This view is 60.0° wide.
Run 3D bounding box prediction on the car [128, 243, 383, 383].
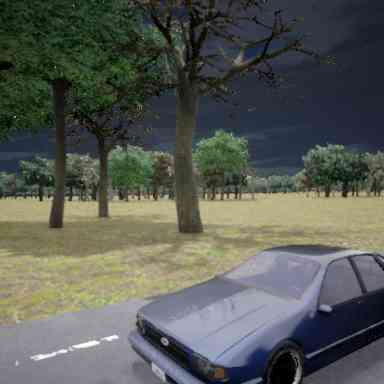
[{"bbox_3d":[1.805,1.568,5.155,5.357,1.411,2.033,0,0,-36],"label":"car"}]
